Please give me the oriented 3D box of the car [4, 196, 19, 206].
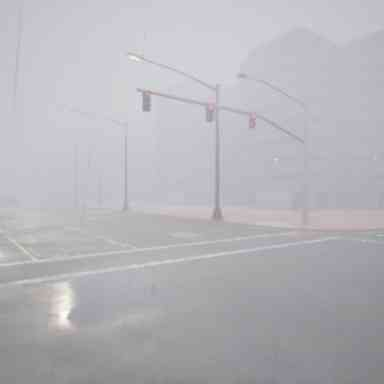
[{"bbox_3d":[-30.679,1.509,56.466,1.837,1.490,4.892,0,0,-36],"label":"car"}]
